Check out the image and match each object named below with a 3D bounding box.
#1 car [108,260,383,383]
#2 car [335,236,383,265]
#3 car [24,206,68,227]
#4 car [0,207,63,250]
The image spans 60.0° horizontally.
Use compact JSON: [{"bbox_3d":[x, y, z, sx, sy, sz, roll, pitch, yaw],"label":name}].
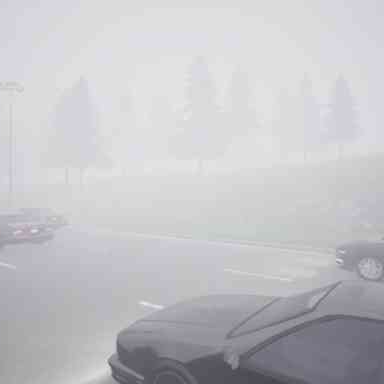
[{"bbox_3d":[1.693,1.556,2.783,5.357,1.411,2.033,0,0,36],"label":"car"},{"bbox_3d":[6.186,1.529,8.203,4.892,1.490,1.837,0,0,35],"label":"car"},{"bbox_3d":[-9.594,1.555,19.876,5.357,1.411,2.033,0,0,37],"label":"car"},{"bbox_3d":[-8.102,1.551,14.366,5.357,1.411,2.033,0,0,37],"label":"car"}]
